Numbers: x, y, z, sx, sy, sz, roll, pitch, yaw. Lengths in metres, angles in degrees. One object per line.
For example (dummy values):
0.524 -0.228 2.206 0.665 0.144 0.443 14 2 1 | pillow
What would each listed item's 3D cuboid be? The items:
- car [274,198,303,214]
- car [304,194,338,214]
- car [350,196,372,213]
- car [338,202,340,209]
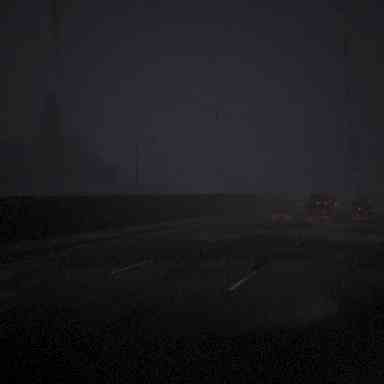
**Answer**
10.240 1.478 35.937 1.882 1.535 5.008 0 0 28 | car
13.660 1.221 35.051 2.150 2.045 5.566 0 0 29 | car
18.872 1.504 37.207 1.837 1.490 4.892 0 0 28 | car
18.224 1.601 43.538 1.895 1.301 4.718 0 0 29 | car
